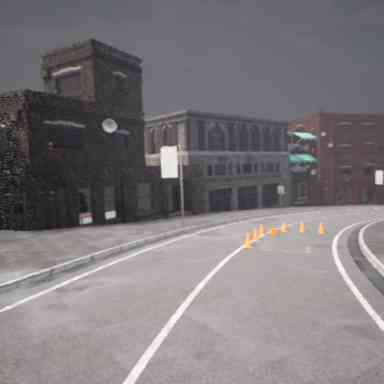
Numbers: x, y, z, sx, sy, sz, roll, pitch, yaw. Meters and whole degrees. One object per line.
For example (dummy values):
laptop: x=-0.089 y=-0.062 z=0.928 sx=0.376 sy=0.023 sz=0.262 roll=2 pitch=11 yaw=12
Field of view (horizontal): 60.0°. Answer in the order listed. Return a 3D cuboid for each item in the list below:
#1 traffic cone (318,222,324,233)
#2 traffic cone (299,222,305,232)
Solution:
traffic cone: x=7.146 y=1.965 z=18.396 sx=0.340 sy=0.580 sz=0.340 roll=0 pitch=0 yaw=20
traffic cone: x=6.206 y=1.963 z=18.726 sx=0.340 sy=0.580 sz=0.340 roll=0 pitch=0 yaw=20
